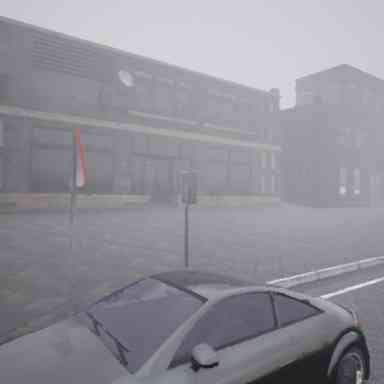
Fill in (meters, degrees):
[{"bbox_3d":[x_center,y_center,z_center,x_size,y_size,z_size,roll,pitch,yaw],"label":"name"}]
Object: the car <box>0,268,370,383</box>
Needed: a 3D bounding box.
[{"bbox_3d":[-0.085,1.563,3.318,4.181,1.385,1.994,0,0,-35],"label":"car"}]
